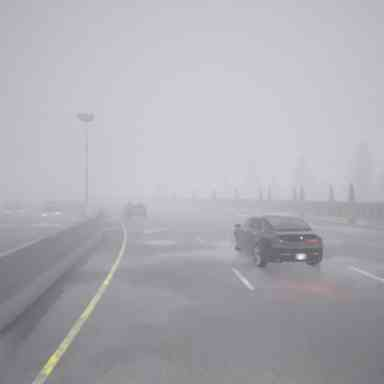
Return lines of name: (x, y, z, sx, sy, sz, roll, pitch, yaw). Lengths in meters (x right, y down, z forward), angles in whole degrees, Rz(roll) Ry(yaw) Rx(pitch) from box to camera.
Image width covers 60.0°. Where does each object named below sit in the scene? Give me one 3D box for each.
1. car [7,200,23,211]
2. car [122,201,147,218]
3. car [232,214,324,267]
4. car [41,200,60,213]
car: (-26.105, 1.932, 49.024, 1.837, 1.490, 4.892, 0, 0, -34)
car: (-5.529, 1.641, 31.563, 2.128, 1.511, 4.902, 0, 0, -19)
car: (2.710, 1.523, 11.492, 1.837, 1.490, 4.892, 0, 0, -6)
car: (-18.087, 1.819, 42.423, 1.837, 1.490, 4.892, 0, -1, -28)
